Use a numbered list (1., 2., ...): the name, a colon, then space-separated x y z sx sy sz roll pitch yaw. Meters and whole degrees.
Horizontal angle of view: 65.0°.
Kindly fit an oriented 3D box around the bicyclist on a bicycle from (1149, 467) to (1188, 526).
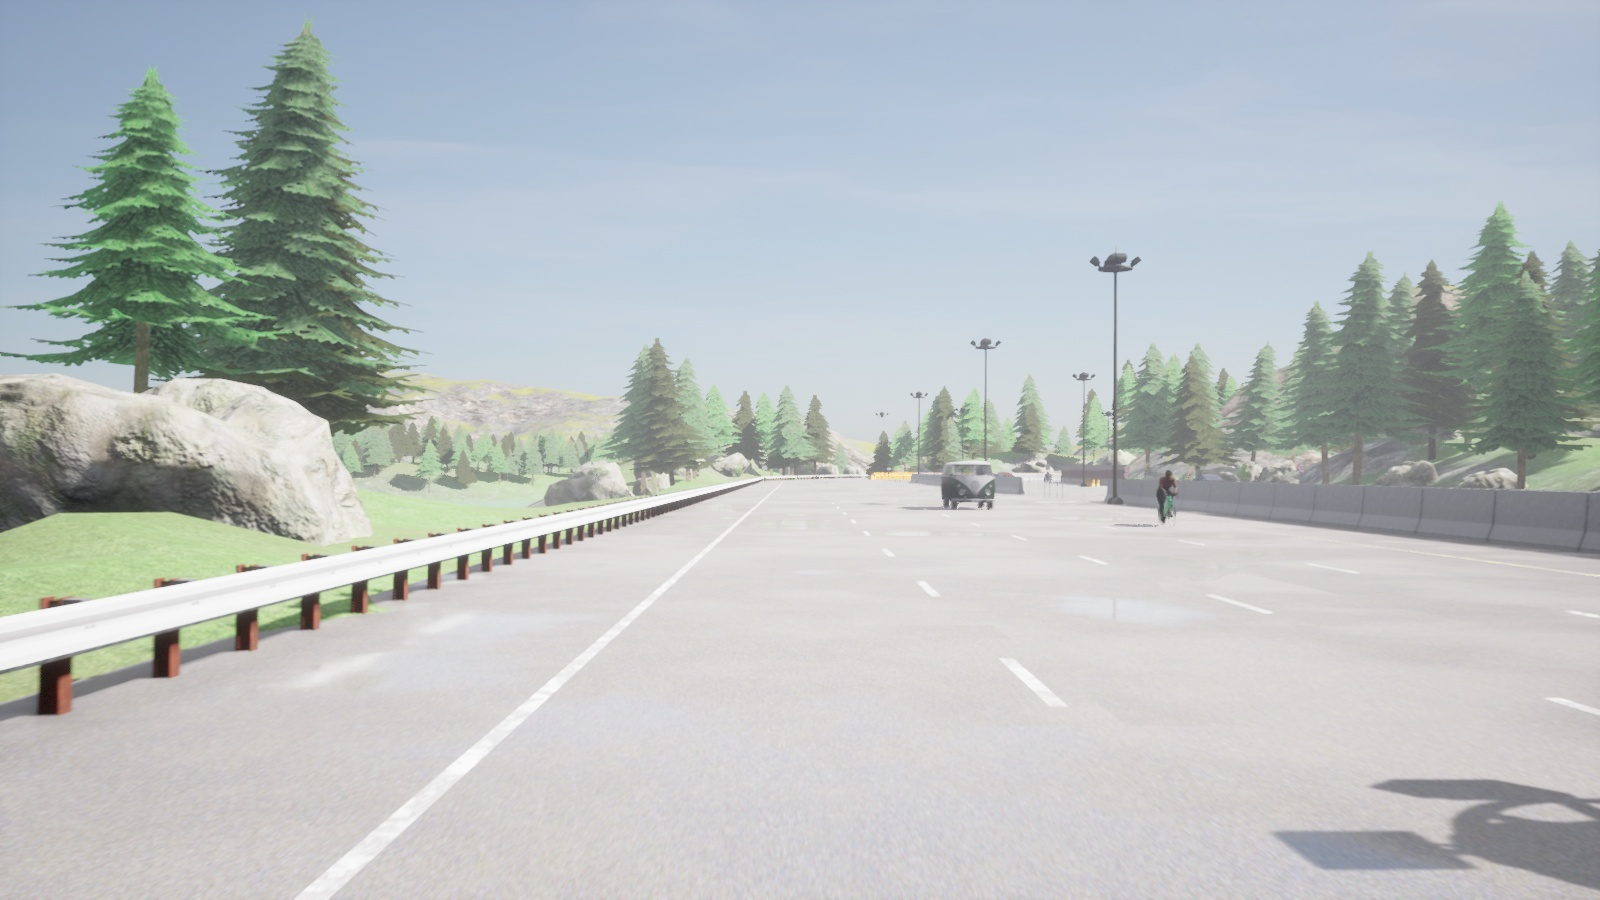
1. bicyclist on a bicycle: 10.415 1.303 35.543 0.582 1.620 1.656 0 0 0

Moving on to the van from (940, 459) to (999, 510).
1. van: 6.877 1.374 51.305 1.775 1.987 4.442 0 -1 0
